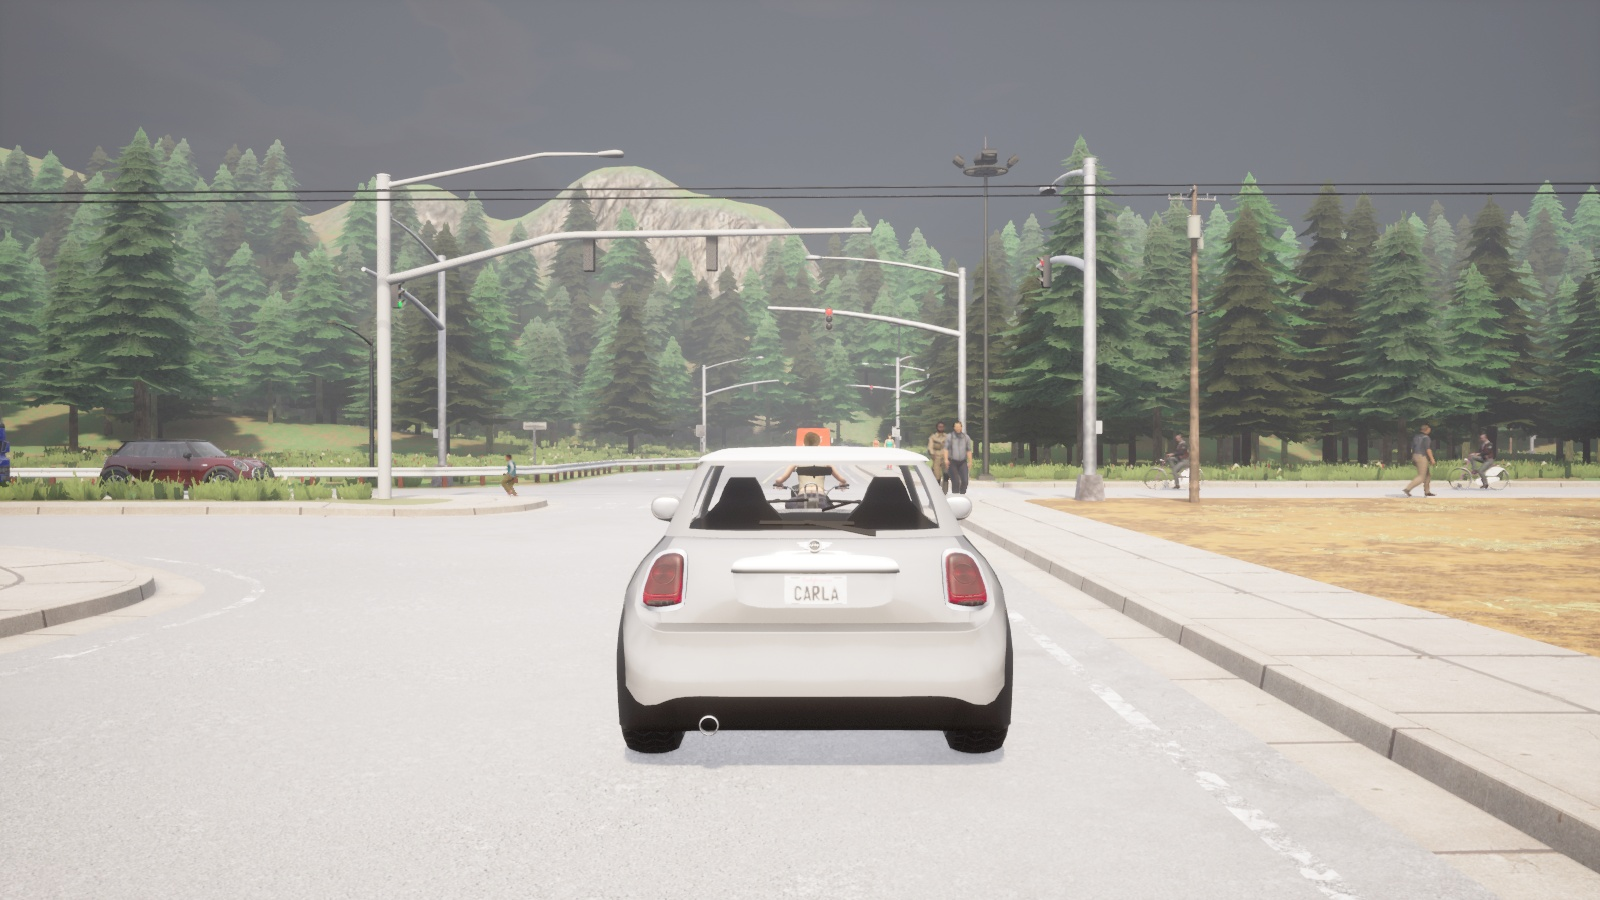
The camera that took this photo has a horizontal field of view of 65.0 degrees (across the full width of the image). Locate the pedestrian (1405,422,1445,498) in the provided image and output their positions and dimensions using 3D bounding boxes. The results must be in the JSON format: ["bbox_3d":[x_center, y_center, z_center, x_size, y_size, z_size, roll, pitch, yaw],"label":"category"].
[{"bbox_3d":[15.181,0.241,30.507,0.694,1.848,0.540,0,0,3],"label":"pedestrian"}]

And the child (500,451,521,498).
[{"bbox_3d":[-7.287,0.612,31.589,0.448,1.192,0.343,0,0,3],"label":"child"}]

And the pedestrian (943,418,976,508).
[{"bbox_3d":[3.293,0.264,25.929,0.540,1.848,0.694,0,0,-5],"label":"pedestrian"}]

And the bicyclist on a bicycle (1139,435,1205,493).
[{"bbox_3d":[11.595,0.424,39.173,1.843,1.776,0.659,0,0,1],"label":"bicyclist on a bicycle"}]

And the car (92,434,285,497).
[{"bbox_3d":[-17.662,0.430,36.426,4.553,1.767,2.097,0,0,1],"label":"car"}]

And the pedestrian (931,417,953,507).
[{"bbox_3d":[3.076,0.256,27.290,0.396,1.930,0.692,0,0,0],"label":"pedestrian"}]

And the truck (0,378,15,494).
[{"bbox_3d":[-27.785,-0.411,36.683,7.936,3.462,2.891,0,0,1],"label":"truck"}]

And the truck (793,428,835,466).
[{"bbox_3d":[0.965,-0.210,83.654,2.627,2.467,5.204,0,0,2],"label":"truck"}]

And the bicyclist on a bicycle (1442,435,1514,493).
[{"bbox_3d":[21.002,0.425,38.930,1.843,1.776,0.659,0,0,1],"label":"bicyclist on a bicycle"}]

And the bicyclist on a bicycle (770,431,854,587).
[{"bbox_3d":[0.123,0.607,13.751,0.866,1.612,1.509,0,0,0],"label":"bicyclist on a bicycle"}]

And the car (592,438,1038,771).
[{"bbox_3d":[0.070,0.672,7.459,1.970,1.475,3.806,0,0,0],"label":"car"}]
